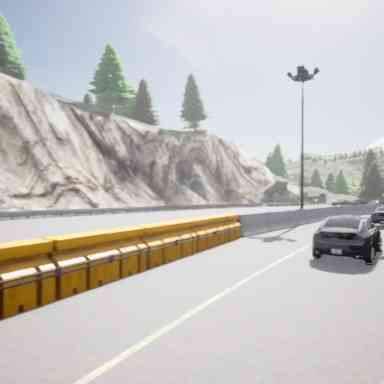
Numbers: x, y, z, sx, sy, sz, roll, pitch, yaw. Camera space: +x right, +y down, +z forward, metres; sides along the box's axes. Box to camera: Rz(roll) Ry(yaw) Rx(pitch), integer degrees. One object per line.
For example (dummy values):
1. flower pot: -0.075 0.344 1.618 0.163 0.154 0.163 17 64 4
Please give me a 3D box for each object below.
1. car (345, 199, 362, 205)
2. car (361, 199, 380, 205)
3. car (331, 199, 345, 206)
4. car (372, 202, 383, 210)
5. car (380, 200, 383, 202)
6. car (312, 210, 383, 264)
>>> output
1. car: 32.592 2.166 65.141 4.892 1.490 1.837 1 0 -36
2. car: 34.414 2.207 62.146 5.357 1.411 2.033 1 0 -36
3. car: 30.770 2.204 68.134 5.357 1.411 2.033 1 0 -36
4. car: 14.410 1.775 24.206 1.837 1.490 4.892 0 0 40
5. car: 36.240 2.207 59.146 5.357 1.411 2.033 1 0 -36
6. car: 5.920 1.631 12.509 1.837 1.490 4.892 0 0 34
